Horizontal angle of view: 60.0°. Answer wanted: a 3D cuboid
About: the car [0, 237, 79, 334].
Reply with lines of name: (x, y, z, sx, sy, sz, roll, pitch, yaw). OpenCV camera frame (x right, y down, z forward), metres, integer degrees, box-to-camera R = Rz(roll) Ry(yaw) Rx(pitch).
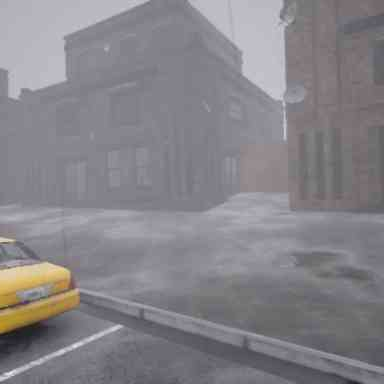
car: (-4.426, 1.480, 6.370, 5.366, 1.575, 1.946, 0, 0, 35)
